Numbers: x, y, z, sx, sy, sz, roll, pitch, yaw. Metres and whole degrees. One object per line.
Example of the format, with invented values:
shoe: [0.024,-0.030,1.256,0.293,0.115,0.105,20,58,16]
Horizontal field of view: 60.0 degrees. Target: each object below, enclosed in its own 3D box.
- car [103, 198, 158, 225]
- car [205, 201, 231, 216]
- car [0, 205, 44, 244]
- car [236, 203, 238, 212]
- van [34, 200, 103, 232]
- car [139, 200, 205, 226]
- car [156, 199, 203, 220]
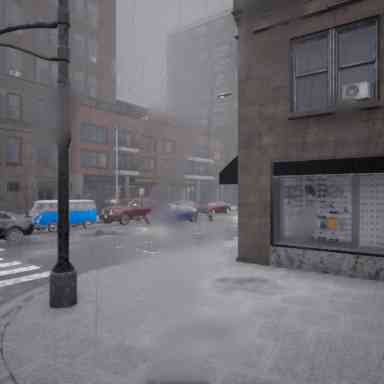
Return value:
car: [-4.322,1.337,24.345,2.192,1.841,5.009,0,0,36]
car: [2.242,1.575,33.410,1.887,1.381,4.507,0,0,36]
car: [-9.262,1.503,13.972,2.128,1.511,4.902,0,0,44]
car: [6.740,1.257,34.911,2.150,2.045,5.566,0,0,36]
van: [-7.604,1.358,19.812,1.690,1.788,3.998,0,0,36]
car: [-1.319,1.549,23.790,1.812,1.442,4.674,0,0,36]
car: [-1.040,1.466,28.877,1.967,1.590,4.097,0,0,36]
